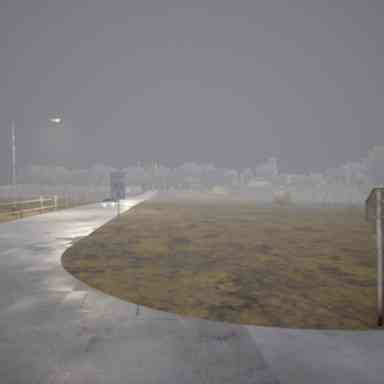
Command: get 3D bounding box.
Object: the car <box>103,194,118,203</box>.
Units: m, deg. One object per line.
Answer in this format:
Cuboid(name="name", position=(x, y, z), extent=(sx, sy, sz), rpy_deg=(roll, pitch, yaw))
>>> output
Cuboid(name="car", position=(-12.540, 0.948, 51.539), extent=(1.994, 1.385, 4.181), rpy_deg=(-1, 0, -5))
